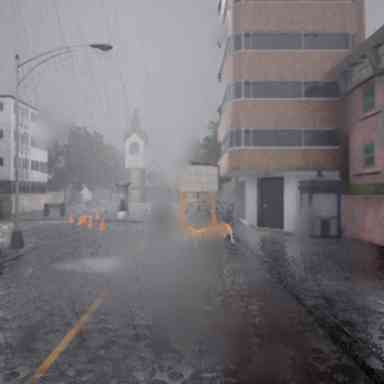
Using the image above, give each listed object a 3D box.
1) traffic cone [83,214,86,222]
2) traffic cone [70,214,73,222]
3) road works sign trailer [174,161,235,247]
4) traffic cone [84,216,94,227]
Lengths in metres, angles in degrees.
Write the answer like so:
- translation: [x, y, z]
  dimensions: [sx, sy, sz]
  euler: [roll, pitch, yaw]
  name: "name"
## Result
- translation: [-7.735, 1.938, 23.028]
  dimensions: [0.340, 0.580, 0.340]
  euler: [0, 0, -37]
  name: "traffic cone"
- translation: [-8.928, 1.935, 24.633]
  dimensions: [0.340, 0.580, 0.340]
  euler: [0, 0, -37]
  name: "traffic cone"
- translation: [0.190, 0.453, 15.213]
  dimensions: [2.380, 3.560, 2.880]
  euler: [0, 0, -37]
  name: "road works sign trailer"
- translation: [-6.542, 1.940, 21.423]
  dimensions: [0.340, 0.580, 0.340]
  euler: [0, 0, -37]
  name: "traffic cone"
